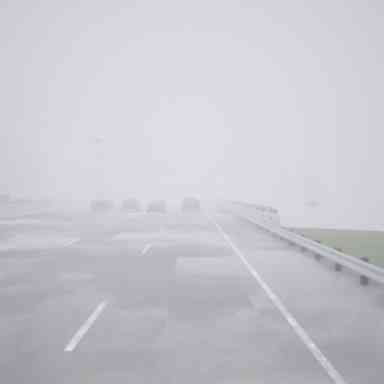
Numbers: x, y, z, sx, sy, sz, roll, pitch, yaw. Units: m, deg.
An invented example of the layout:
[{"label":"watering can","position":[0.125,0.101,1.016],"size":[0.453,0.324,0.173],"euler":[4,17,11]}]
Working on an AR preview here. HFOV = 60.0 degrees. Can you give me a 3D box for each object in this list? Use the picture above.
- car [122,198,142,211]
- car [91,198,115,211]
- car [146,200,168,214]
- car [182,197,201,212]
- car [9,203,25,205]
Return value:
[{"label":"car","position":[-7.070,1.487,39.521],"size":[1.837,1.490,4.892],"euler":[0,0,0]},{"label":"car","position":[-10.571,1.466,39.729],"size":[1.882,1.535,5.008],"euler":[0,0,0]},{"label":"car","position":[-3.559,1.513,34.392],"size":[2.033,1.411,5.357],"euler":[0,0,0]},{"label":"car","position":[-0.068,1.320,38.584],"size":[2.097,1.767,4.553],"euler":[0,0,0]},{"label":"car","position":[-24.767,1.615,48.000],"size":[2.033,1.411,5.357],"euler":[0,-1,0]}]
